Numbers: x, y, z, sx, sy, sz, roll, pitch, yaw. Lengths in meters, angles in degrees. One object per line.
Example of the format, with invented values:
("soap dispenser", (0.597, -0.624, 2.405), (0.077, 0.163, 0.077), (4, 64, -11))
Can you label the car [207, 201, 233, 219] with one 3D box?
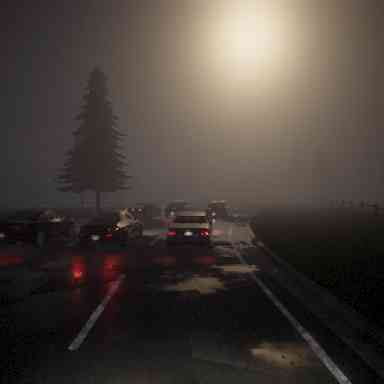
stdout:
("car", (2.385, 1.514, 28.962), (1.837, 1.490, 4.892), (0, 0, 15))

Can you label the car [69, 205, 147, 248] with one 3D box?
("car", (-3.475, 1.530, 14.749), (1.812, 1.442, 4.674), (0, 0, 3))

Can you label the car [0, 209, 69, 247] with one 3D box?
("car", (-6.969, 1.482, 14.960), (1.882, 1.535, 5.008), (0, 0, 3))

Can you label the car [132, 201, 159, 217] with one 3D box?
("car", (-4.371, 1.560, 30.795), (2.033, 1.411, 5.357), (0, 0, 15))

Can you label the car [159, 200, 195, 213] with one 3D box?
("car", (-0.993, 1.514, 29.879), (1.837, 1.490, 4.892), (0, 0, 15))

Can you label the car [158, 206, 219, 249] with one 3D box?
("car", (0.018, 1.560, 14.539), (2.033, 1.411, 5.357), (0, 0, 3))
